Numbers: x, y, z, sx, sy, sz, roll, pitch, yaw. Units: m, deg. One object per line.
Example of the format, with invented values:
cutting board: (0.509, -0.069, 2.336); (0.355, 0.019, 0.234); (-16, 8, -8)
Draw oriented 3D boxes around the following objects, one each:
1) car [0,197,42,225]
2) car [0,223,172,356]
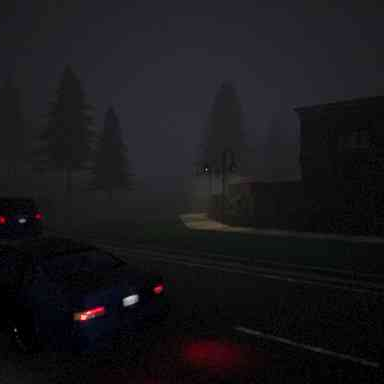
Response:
car: (-8.830, 1.221, 14.591); (5.566, 2.045, 2.150); (0, 0, 35)
car: (-2.883, 1.547, 6.049); (5.357, 1.411, 2.033); (0, 0, 36)
